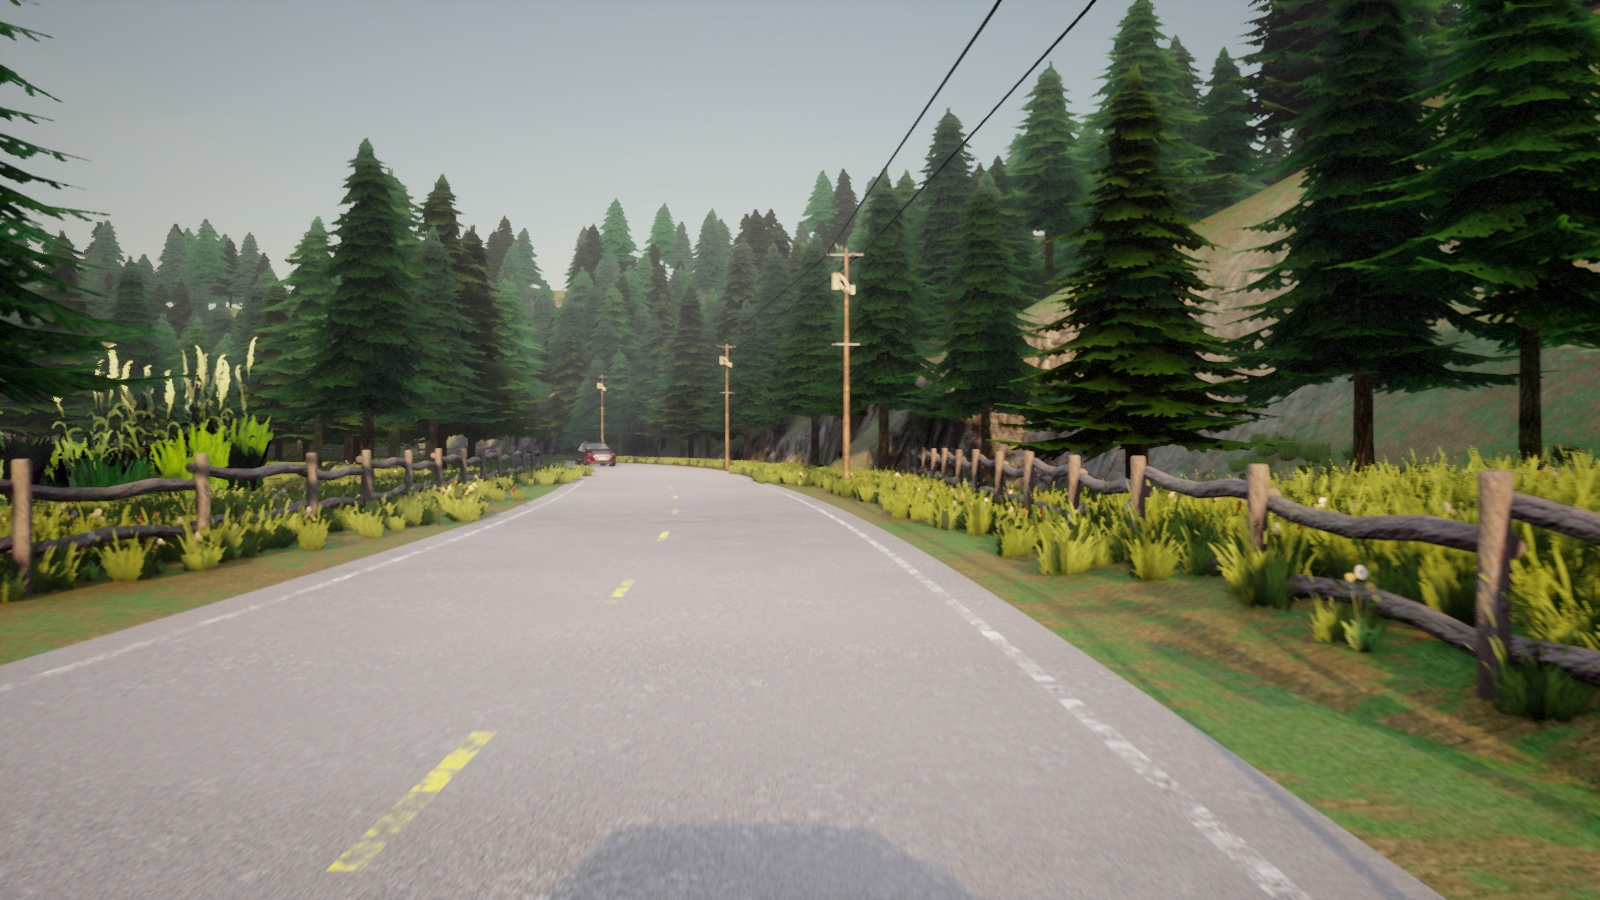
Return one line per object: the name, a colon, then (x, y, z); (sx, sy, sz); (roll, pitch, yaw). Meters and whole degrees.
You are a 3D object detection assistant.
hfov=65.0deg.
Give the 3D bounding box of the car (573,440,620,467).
car: (-12.926, 0.219, 79.496); (2.033, 1.649, 4.856); (0, 0, -20)
